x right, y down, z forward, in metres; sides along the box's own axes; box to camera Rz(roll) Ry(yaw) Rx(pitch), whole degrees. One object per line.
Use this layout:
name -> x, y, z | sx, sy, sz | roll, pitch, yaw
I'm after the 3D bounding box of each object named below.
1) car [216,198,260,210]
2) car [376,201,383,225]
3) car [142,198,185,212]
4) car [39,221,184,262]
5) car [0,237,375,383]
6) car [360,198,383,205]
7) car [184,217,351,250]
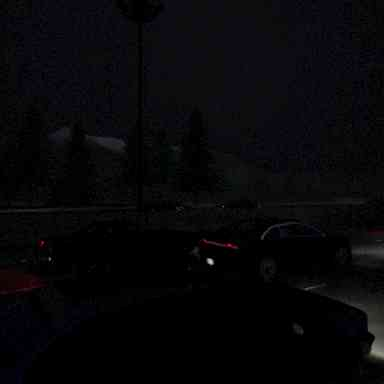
car -> 4.846, 1.452, 34.950 | 4.892, 1.490, 1.837 | 0, 0, -26
car -> 13.406, 1.463, 19.464 | 5.008, 1.535, 1.882 | 0, 0, -26
car -> -3.100, 1.427, 34.725 | 4.902, 1.511, 2.128 | 0, 0, -29
car -> -2.171, 1.579, 10.604 | 4.718, 1.301, 1.895 | 0, 0, -34
car -> -0.330, 1.540, 3.437 | 5.357, 1.411, 2.033 | 0, 0, -34
car -> 21.715, 1.457, 38.435 | 4.902, 1.511, 2.128 | 0, 0, -20
car -> 2.493, 1.478, 9.405 | 4.902, 1.511, 2.128 | 0, 0, -32
